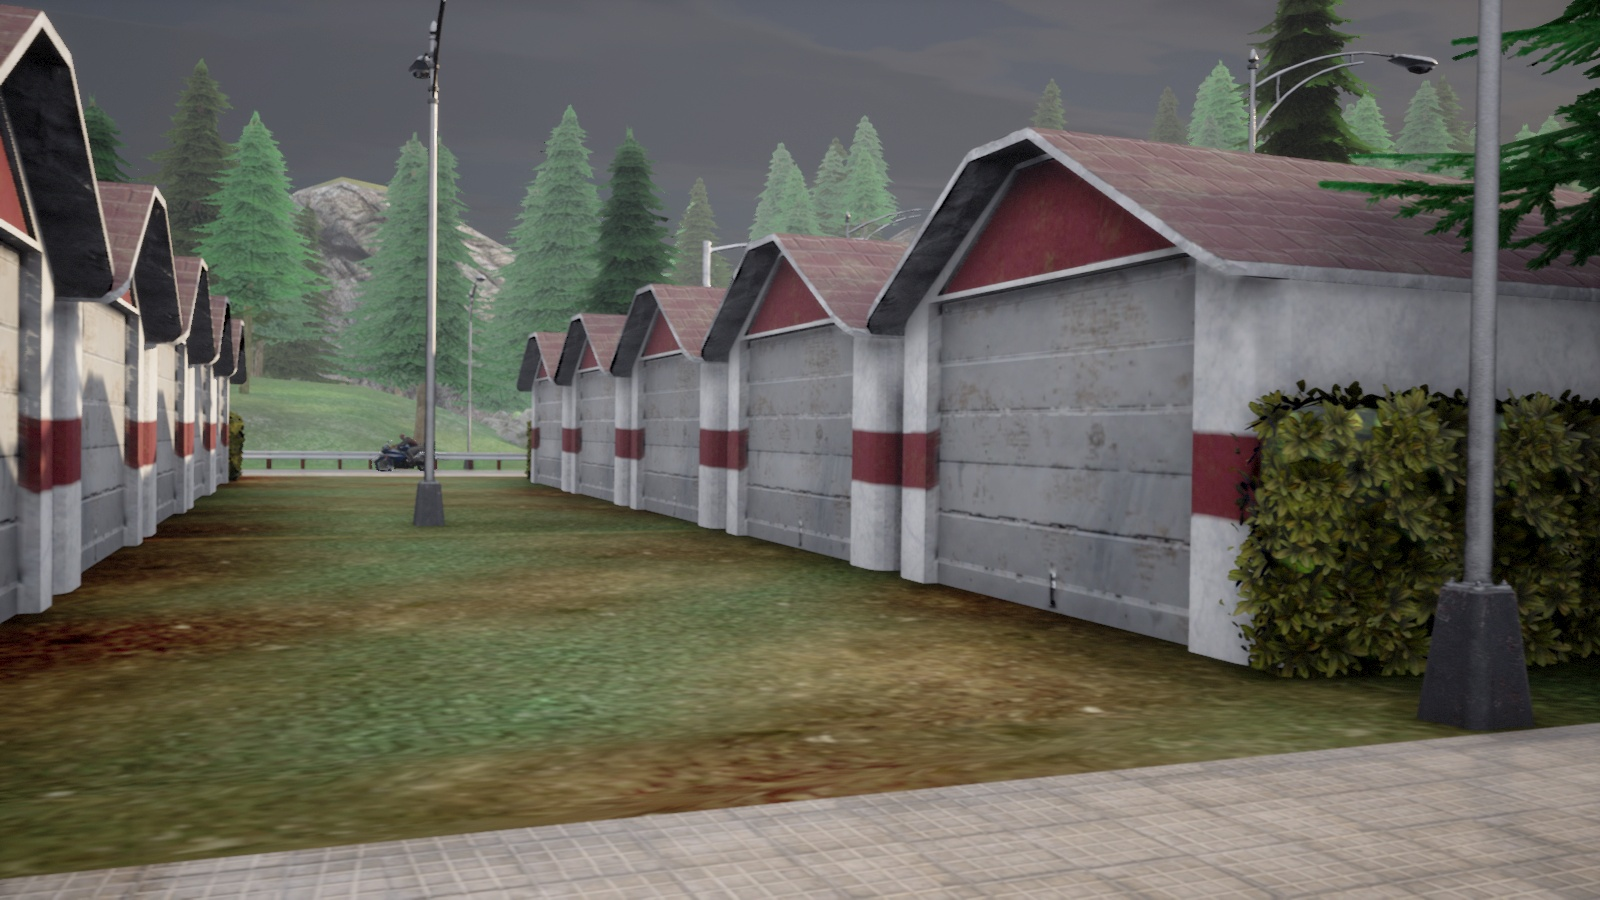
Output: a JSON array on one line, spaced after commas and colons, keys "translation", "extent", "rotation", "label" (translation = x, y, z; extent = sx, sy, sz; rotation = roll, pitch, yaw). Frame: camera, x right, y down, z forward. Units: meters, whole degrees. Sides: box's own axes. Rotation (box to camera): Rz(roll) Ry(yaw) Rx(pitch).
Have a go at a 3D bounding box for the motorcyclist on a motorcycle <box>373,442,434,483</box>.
[{"translation": [-15.285, 0.450, 48.373], "extent": [2.191, 1.530, 0.866], "rotation": [-1, 1, -20], "label": "motorcyclist on a motorcycle"}]
